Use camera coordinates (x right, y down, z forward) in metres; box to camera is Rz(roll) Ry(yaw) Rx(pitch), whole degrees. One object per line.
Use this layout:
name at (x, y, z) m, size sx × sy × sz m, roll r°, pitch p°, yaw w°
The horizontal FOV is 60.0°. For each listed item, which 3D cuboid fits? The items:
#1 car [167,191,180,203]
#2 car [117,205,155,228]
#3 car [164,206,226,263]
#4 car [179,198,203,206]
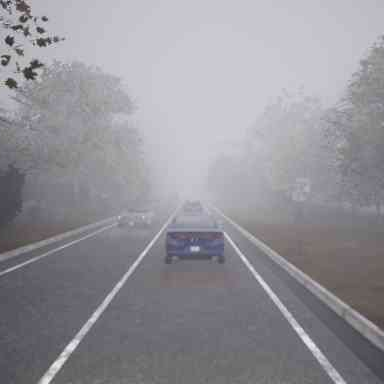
car at (-3.526, 0.929, 63.442) m, size 2.150 × 2.045 × 5.566 m, roll 0°, pitch 0°, yaw 0°
car at (-3.605, 1.572, 21.993) m, size 1.895 × 1.301 × 4.718 m, roll 0°, pitch 0°, yaw 0°
car at (0.095, 1.474, 12.031) m, size 1.882 × 1.535 × 5.008 m, roll 0°, pitch 0°, yaw 0°
car at (0.094, 1.416, 32.365) m, size 2.128 × 1.511 × 4.902 m, roll 0°, pitch 0°, yaw 0°
